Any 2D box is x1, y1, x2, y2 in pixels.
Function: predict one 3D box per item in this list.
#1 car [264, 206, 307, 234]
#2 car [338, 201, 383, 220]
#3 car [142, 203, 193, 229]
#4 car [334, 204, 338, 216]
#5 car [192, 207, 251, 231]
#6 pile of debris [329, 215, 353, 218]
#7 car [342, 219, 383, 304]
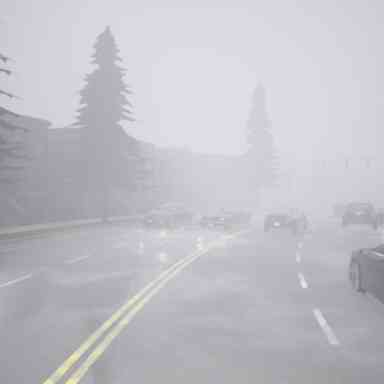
[{"bbox_3d":[5.557,1.562,19.610,1.812,1.442,4.674,0,0,28],"label":"car"},{"bbox_3d":[11.807,1.434,22.808,2.097,1.767,4.553,1,0,36],"label":"car"},{"bbox_3d":[-1.358,1.488,21.772,1.837,1.490,4.892,0,0,28],"label":"car"},{"bbox_3d":[15.390,1.580,32.150,1.882,1.535,5.008,1,0,43],"label":"car"},{"bbox_3d":[2.144,1.611,21.149,1.895,1.301,4.718,0,0,29],"label":"car"},{"bbox_3d":[13.864,2.271,30.864,1.500,0.140,1.860,0,0,44],"label":"pile of debris"},{"bbox_3d":[4.343,1.523,5.918,2.128,1.511,4.902,0,0,9],"label":"car"}]
